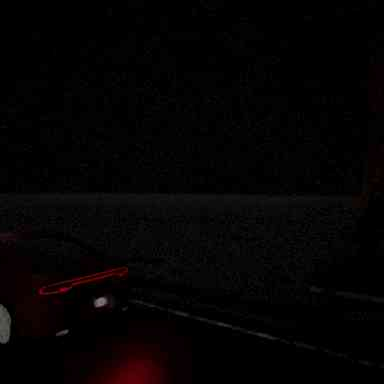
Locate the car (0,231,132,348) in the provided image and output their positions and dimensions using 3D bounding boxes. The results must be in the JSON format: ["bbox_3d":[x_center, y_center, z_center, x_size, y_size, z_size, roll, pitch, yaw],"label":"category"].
[{"bbox_3d":[-3.371,1.493,6.399,5.008,1.535,1.882,0,0,35],"label":"car"}]
